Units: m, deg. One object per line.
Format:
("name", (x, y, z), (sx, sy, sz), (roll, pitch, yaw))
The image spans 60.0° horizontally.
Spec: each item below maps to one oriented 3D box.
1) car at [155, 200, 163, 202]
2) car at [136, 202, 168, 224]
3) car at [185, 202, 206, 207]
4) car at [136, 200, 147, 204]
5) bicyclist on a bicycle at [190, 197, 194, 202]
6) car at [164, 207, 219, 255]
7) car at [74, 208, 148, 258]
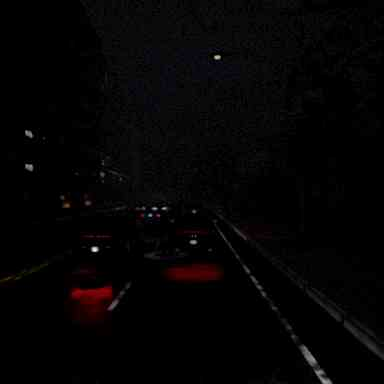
("car", (-6.429, 2.264, 64.527), (1.895, 1.301, 4.718), (0, -1, -1))
("car", (-3.093, 1.825, 27.415), (2.033, 1.411, 5.357), (0, -1, 1))
("car", (0.173, 1.638, 28.295), (2.097, 1.767, 4.553), (0, -1, 1))
("car", (-9.669, 2.213, 64.757), (2.033, 1.411, 5.357), (0, -1, -1))
("bicyclist on a bicycle", (0.092, 2.333, 87.449), (0.866, 1.612, 1.509), (0, -1, -3))
("car", (0.087, 1.620, 14.116), (1.882, 1.535, 5.008), (0, 0, 1))
("car", (-3.175, 1.642, 13.394), (1.837, 1.490, 4.892), (0, 0, 1))
